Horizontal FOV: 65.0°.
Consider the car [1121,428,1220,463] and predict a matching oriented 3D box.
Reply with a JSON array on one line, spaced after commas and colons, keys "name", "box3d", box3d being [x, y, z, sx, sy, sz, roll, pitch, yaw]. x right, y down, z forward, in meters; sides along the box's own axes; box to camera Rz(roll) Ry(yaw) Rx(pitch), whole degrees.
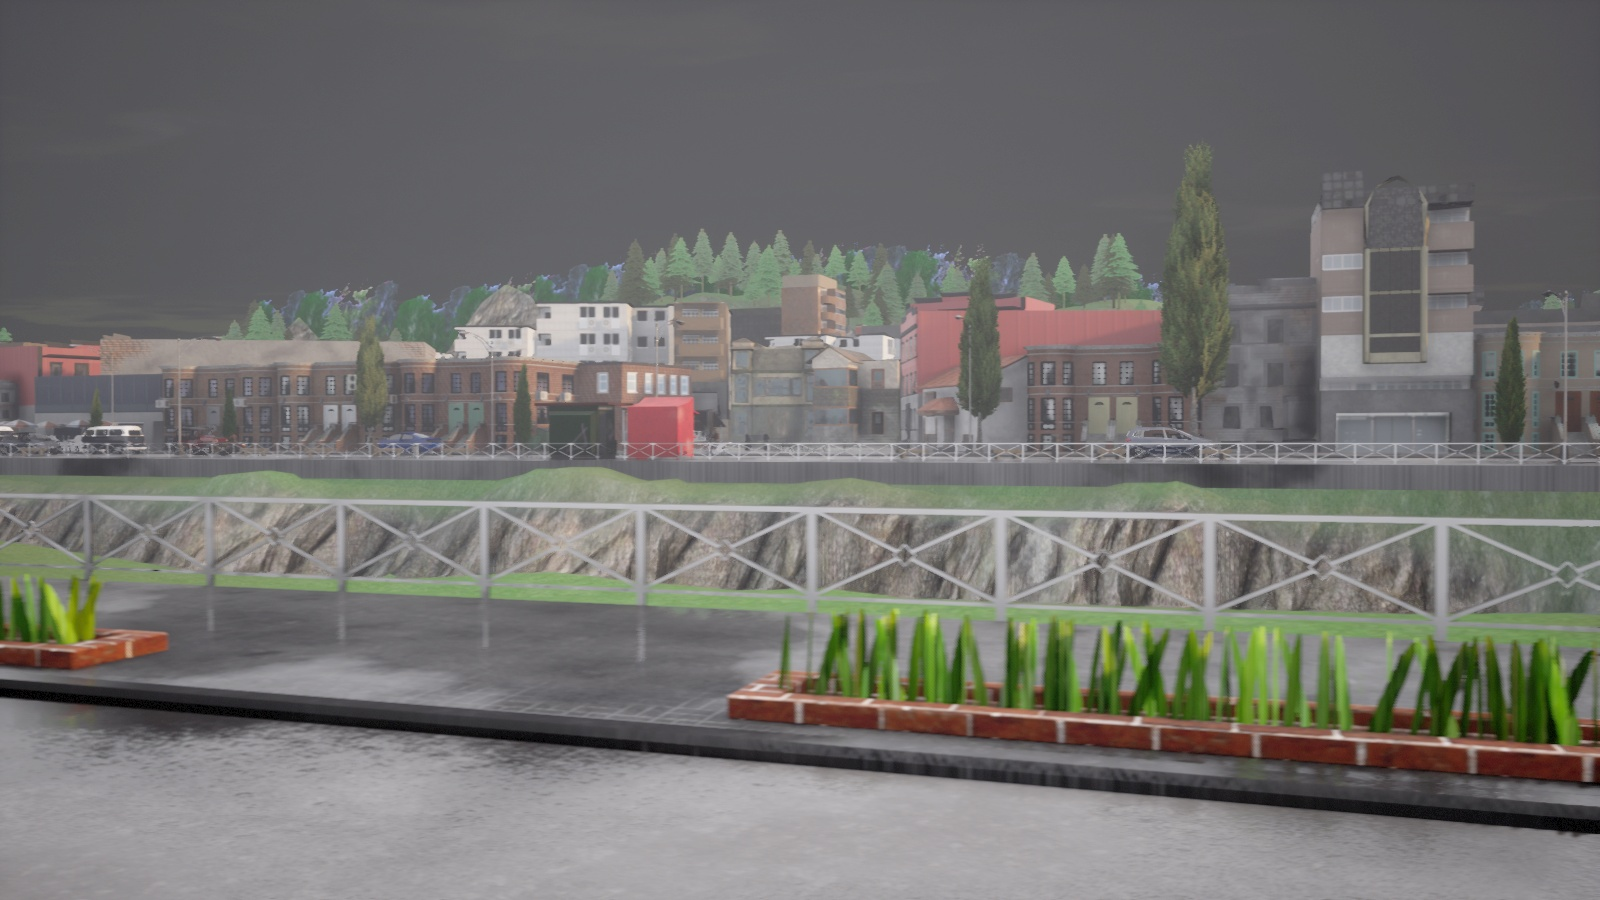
[{"name": "car", "box3d": [18.489, -0.262, 62.606, 4.611, 1.667, 2.242, 1, 1, 19]}]

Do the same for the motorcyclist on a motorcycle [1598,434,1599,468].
[{"name": "motorcyclist on a motorcycle", "box3d": [37.100, 0.046, 56.352, 2.044, 1.523, 0.797, 1, 1, 19]}]

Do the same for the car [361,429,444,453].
[{"name": "car", "box3d": [-25.847, -0.602, 81.728, 5.008, 1.535, 1.882, 1, 1, 19]}]

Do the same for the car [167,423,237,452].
[{"name": "car", "box3d": [-38.991, -0.836, 81.925, 3.866, 1.878, 1.905, 1, 1, 19]}]
